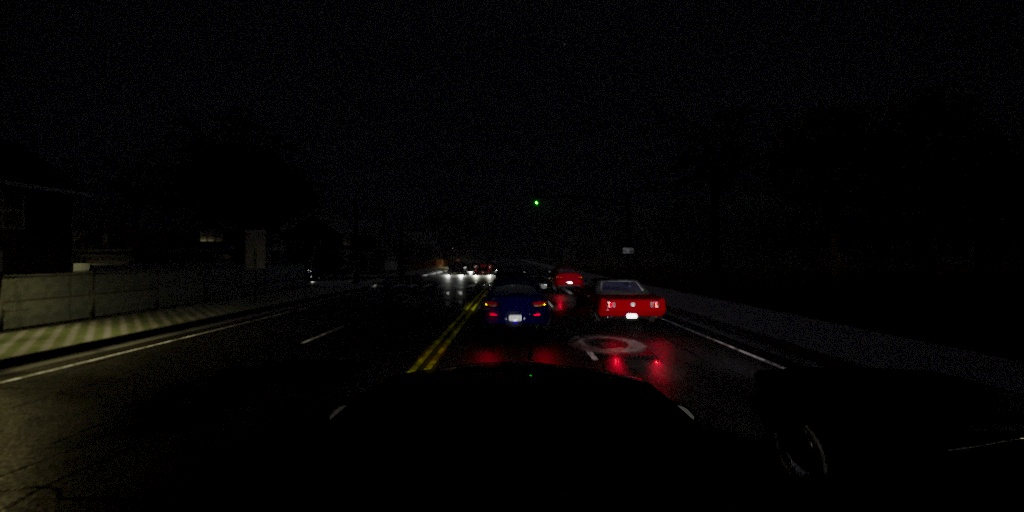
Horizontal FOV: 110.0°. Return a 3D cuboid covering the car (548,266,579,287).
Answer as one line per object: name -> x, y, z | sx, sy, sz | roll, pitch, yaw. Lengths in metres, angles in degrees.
car -> 3.332, 1.360, 22.792 | 1.812, 1.442, 4.674 | 0, 0, 0

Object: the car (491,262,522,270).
car -> -0.201, 1.337, 22.151 | 1.837, 1.490, 4.892 | 0, 0, -4

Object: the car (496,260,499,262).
car -> -3.329, 1.499, 51.664 | 1.994, 1.385, 4.181 | 0, 0, 0

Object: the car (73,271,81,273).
car -> -39.014, 1.472, 29.692 | 5.357, 1.411, 2.033 | 0, 0, -1

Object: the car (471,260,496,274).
car -> -3.336, 1.259, 42.994 | 2.097, 1.767, 4.553 | 0, 0, 0

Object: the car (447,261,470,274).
car -> -6.584, 1.414, 43.528 | 1.837, 1.490, 4.892 | 0, 0, 0

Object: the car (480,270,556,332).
car -> 0.091, 1.312, 10.845 | 1.812, 1.442, 4.674 | 0, 0, 0

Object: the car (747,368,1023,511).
car -> 3.350, 1.350, 1.538 | 1.895, 1.301, 4.718 | 0, 0, 0

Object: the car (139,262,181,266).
car -> -28.450, 1.259, 29.656 | 4.553, 1.767, 2.097 | 0, 0, 0

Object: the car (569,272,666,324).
car -> 3.344, 1.393, 12.197 | 1.895, 1.301, 4.718 | 0, 0, 0

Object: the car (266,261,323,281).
car -> -18.206, 1.241, 29.634 | 4.553, 1.767, 2.097 | 0, 0, 0
